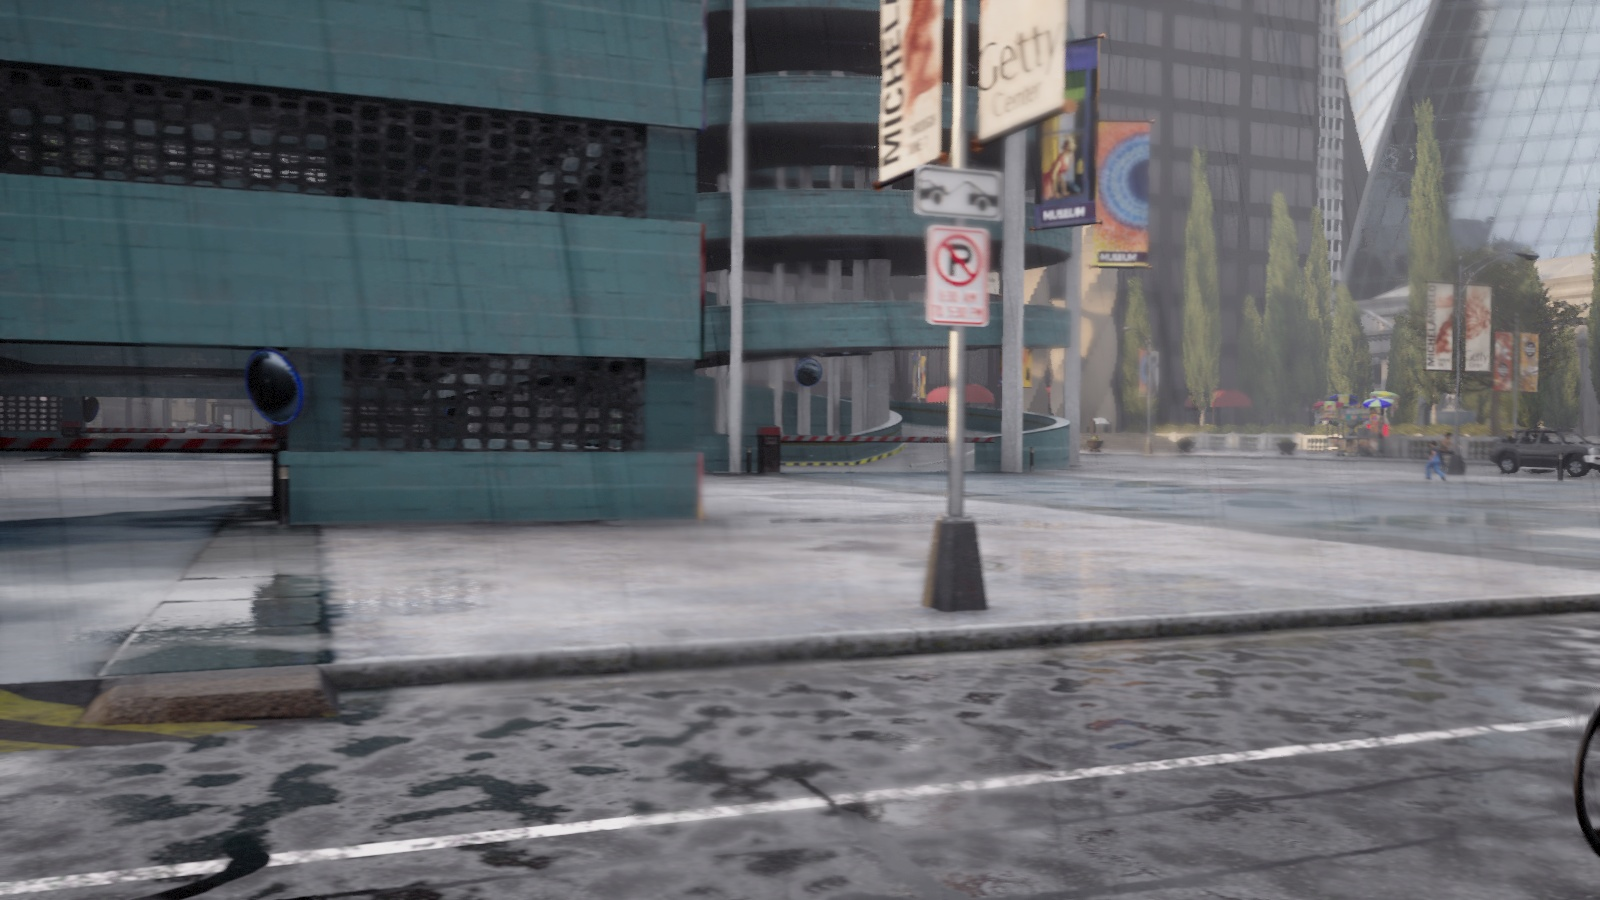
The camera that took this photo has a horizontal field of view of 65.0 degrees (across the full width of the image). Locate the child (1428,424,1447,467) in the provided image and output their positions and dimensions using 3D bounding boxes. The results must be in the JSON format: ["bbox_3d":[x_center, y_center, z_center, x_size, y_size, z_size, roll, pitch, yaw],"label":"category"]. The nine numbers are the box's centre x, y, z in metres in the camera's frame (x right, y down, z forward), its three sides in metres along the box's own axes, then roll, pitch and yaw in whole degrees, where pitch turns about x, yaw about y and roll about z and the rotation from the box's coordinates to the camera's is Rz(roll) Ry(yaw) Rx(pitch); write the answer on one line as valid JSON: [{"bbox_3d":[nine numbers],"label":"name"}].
[{"bbox_3d":[19.019,-0.141,37.462,0.270,1.263,0.437,-1,1,-23],"label":"child"}]

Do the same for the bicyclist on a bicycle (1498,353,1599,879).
[{"bbox_3d":[3.532,0.545,4.605,1.843,1.776,0.659,-1,1,-21],"label":"bicyclist on a bicycle"}]

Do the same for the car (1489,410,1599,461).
[{"bbox_3d":[29.156,-0.572,48.162,1.932,1.855,4.605,-1,1,-21],"label":"car"}]

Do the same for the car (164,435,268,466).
[{"bbox_3d":[-31.108,0.001,67.052,4.902,1.511,2.128,-1,1,-22],"label":"car"}]
